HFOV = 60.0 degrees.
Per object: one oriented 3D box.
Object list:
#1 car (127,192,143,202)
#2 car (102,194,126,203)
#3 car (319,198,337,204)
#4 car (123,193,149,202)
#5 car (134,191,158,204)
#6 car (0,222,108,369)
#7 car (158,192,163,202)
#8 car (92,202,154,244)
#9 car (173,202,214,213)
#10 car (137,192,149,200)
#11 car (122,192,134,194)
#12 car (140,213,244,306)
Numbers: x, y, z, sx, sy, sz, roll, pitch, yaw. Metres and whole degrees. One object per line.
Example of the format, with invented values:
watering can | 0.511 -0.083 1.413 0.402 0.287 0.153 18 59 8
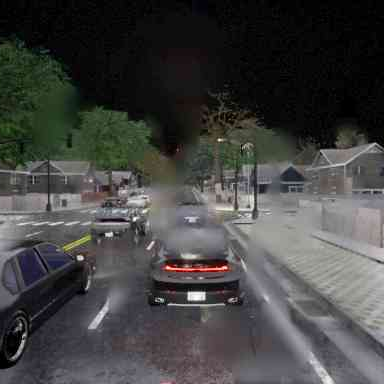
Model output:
car | -10.166 0.841 59.497 2.097 1.767 4.553 0 1 0
car | -10.087 1.280 42.109 1.994 1.385 4.181 0 1 0
car | 12.417 1.267 30.852 4.674 1.442 1.812 0 1 -3
car | -6.822 1.252 41.030 1.812 1.442 4.674 0 1 0
car | -6.879 0.850 50.708 2.150 2.045 5.566 0 1 0
car | -3.172 1.539 5.642 2.033 1.411 5.357 0 0 0
car | -6.917 0.820 60.596 2.097 1.767 4.553 0 1 0
car | -3.235 1.439 15.396 2.128 1.511 4.902 0 0 0
car | 0.073 1.289 17.052 2.097 1.767 4.553 0 0 2
car | -10.149 0.827 69.169 1.994 1.385 4.181 0 1 0
car | -10.129 0.979 50.796 2.097 1.767 4.553 0 1 0
car | 0.063 1.489 7.987 1.837 1.490 4.892 0 0 0
